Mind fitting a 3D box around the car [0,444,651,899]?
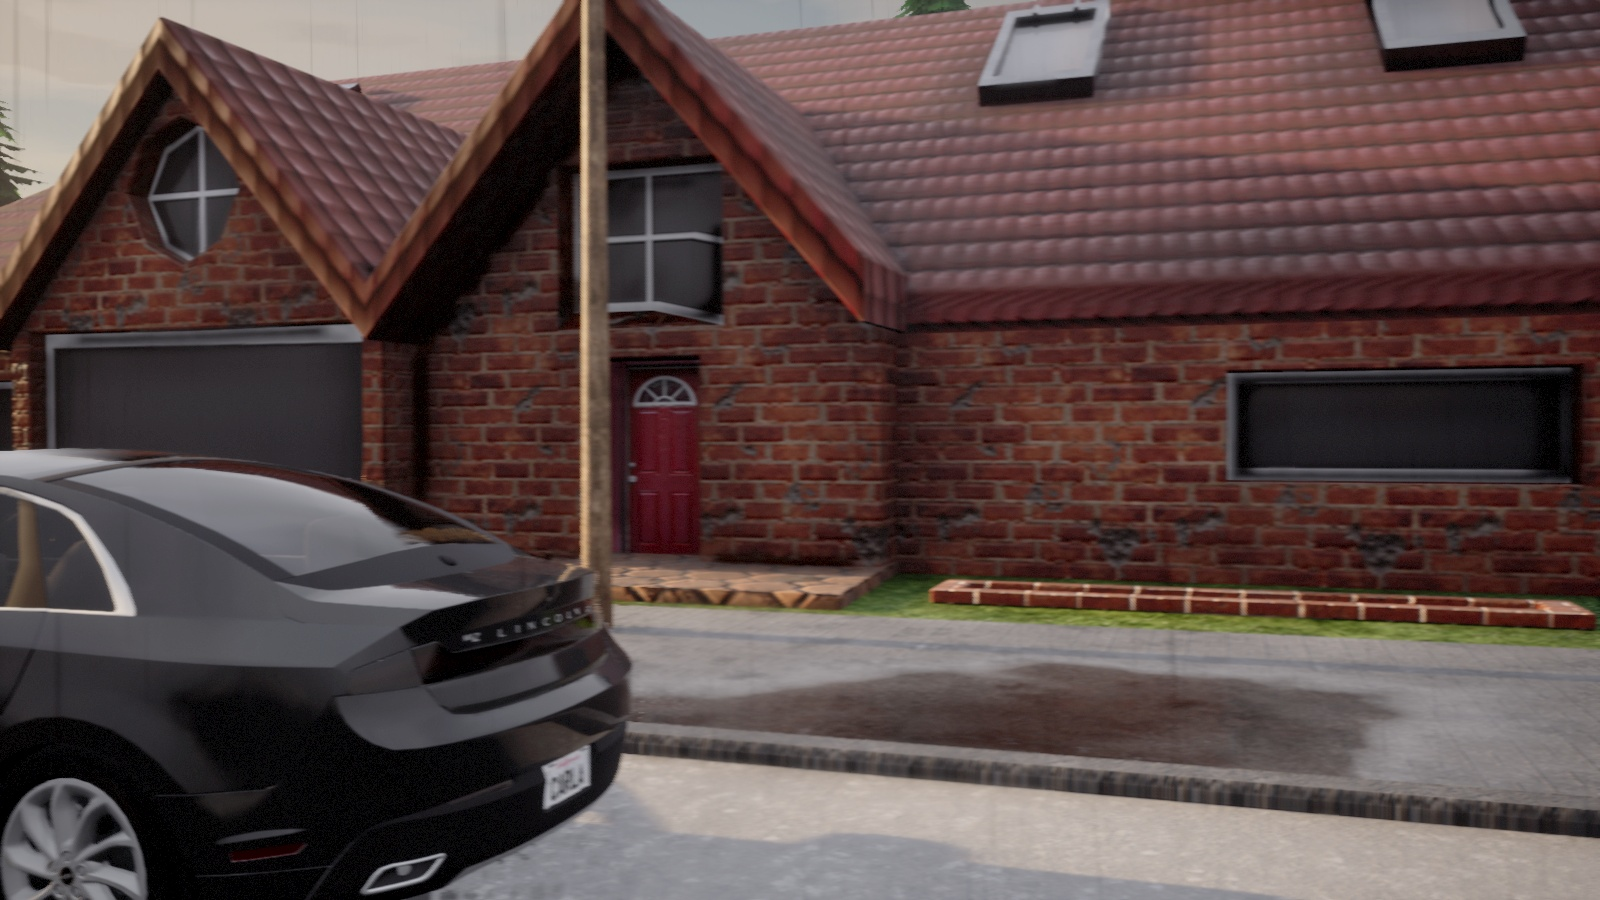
[{"bbox_3d":[-3.194,0.744,4.794,4.892,1.490,1.837,1,1,19],"label":"car"}]
